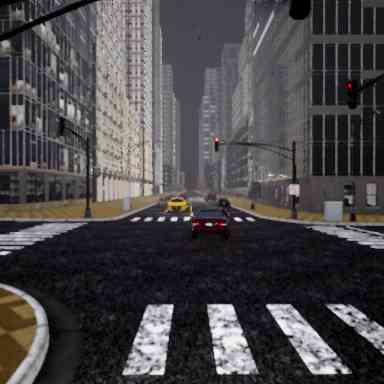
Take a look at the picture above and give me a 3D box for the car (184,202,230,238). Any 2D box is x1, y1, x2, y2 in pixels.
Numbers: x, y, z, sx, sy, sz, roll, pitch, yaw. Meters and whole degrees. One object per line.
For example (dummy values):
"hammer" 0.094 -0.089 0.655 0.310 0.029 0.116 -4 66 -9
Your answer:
"car" 0.984 1.490 17.407 2.033 1.411 5.357 0 0 5

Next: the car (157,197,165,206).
"car" -4.106 1.368 48.028 1.802 1.307 4.206 0 0 0

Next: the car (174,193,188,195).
"car" -1.638 1.290 52.226 1.812 1.442 4.674 0 0 0

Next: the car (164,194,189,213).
"car" -1.562 1.328 35.372 1.882 1.535 5.008 0 0 0

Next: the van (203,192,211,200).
"van" 3.580 0.942 81.239 1.690 1.788 3.998 0 0 0

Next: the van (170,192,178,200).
"van" -4.300 0.942 81.192 1.690 1.788 3.998 0 0 0

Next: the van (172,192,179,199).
"van" -4.333 0.911 86.720 1.690 1.788 3.998 0 0 0

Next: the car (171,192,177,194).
"car" -4.203 1.262 64.611 1.947 1.339 4.313 0 0 0

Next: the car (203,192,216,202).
"car" 3.677 1.011 64.656 2.192 1.841 5.009 0 0 0

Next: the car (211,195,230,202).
"car" 3.856 1.380 42.549 1.947 1.339 4.313 0 0 0

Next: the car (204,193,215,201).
"car" 3.645 1.104 70.184 1.967 1.590 4.097 0 0 0

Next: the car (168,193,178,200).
"car" -4.268 1.073 75.666 1.967 1.590 4.097 0 0 0
